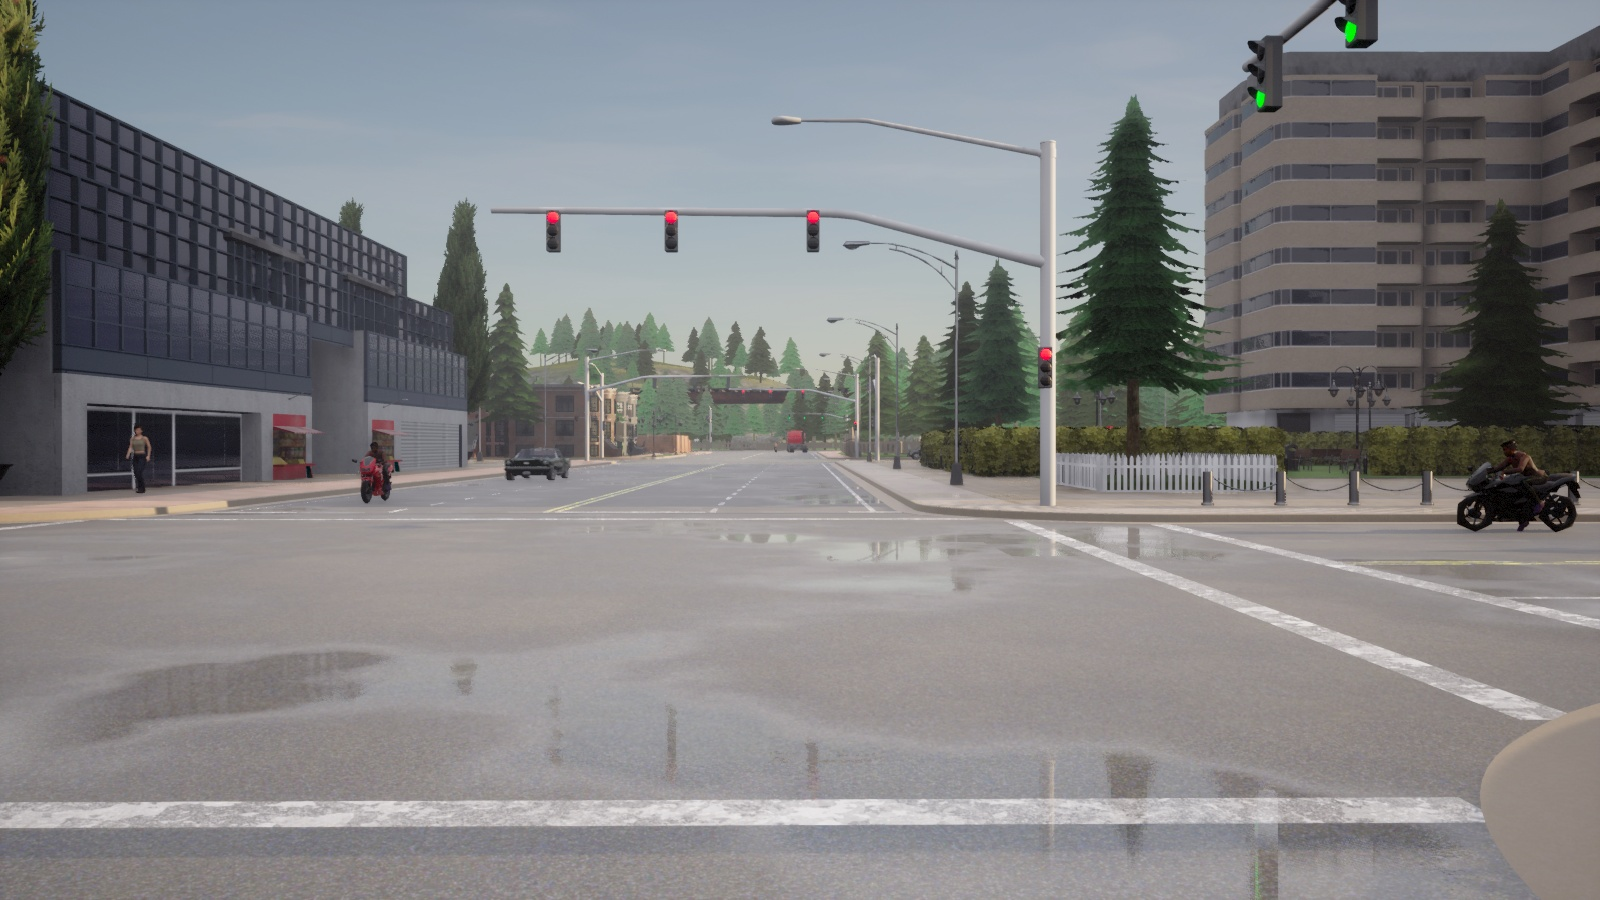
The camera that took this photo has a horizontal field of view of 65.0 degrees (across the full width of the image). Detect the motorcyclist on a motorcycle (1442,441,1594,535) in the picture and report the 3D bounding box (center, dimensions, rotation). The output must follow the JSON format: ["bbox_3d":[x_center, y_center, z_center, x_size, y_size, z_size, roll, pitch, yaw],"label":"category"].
[{"bbox_3d":[11.870,0.621,20.800,2.044,1.523,0.797,0,0,0],"label":"motorcyclist on a motorcycle"}]

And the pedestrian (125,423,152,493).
[{"bbox_3d":[-17.436,0.204,33.102,0.345,1.836,0.594,0,0,5],"label":"pedestrian"}]

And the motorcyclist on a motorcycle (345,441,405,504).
[{"bbox_3d":[-10.665,0.542,31.586,0.797,1.523,2.044,0,0,0],"label":"motorcyclist on a motorcycle"}]

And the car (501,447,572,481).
[{"bbox_3d":[-10.669,0.550,51.109,1.895,1.301,4.718,0,0,0],"label":"car"}]
